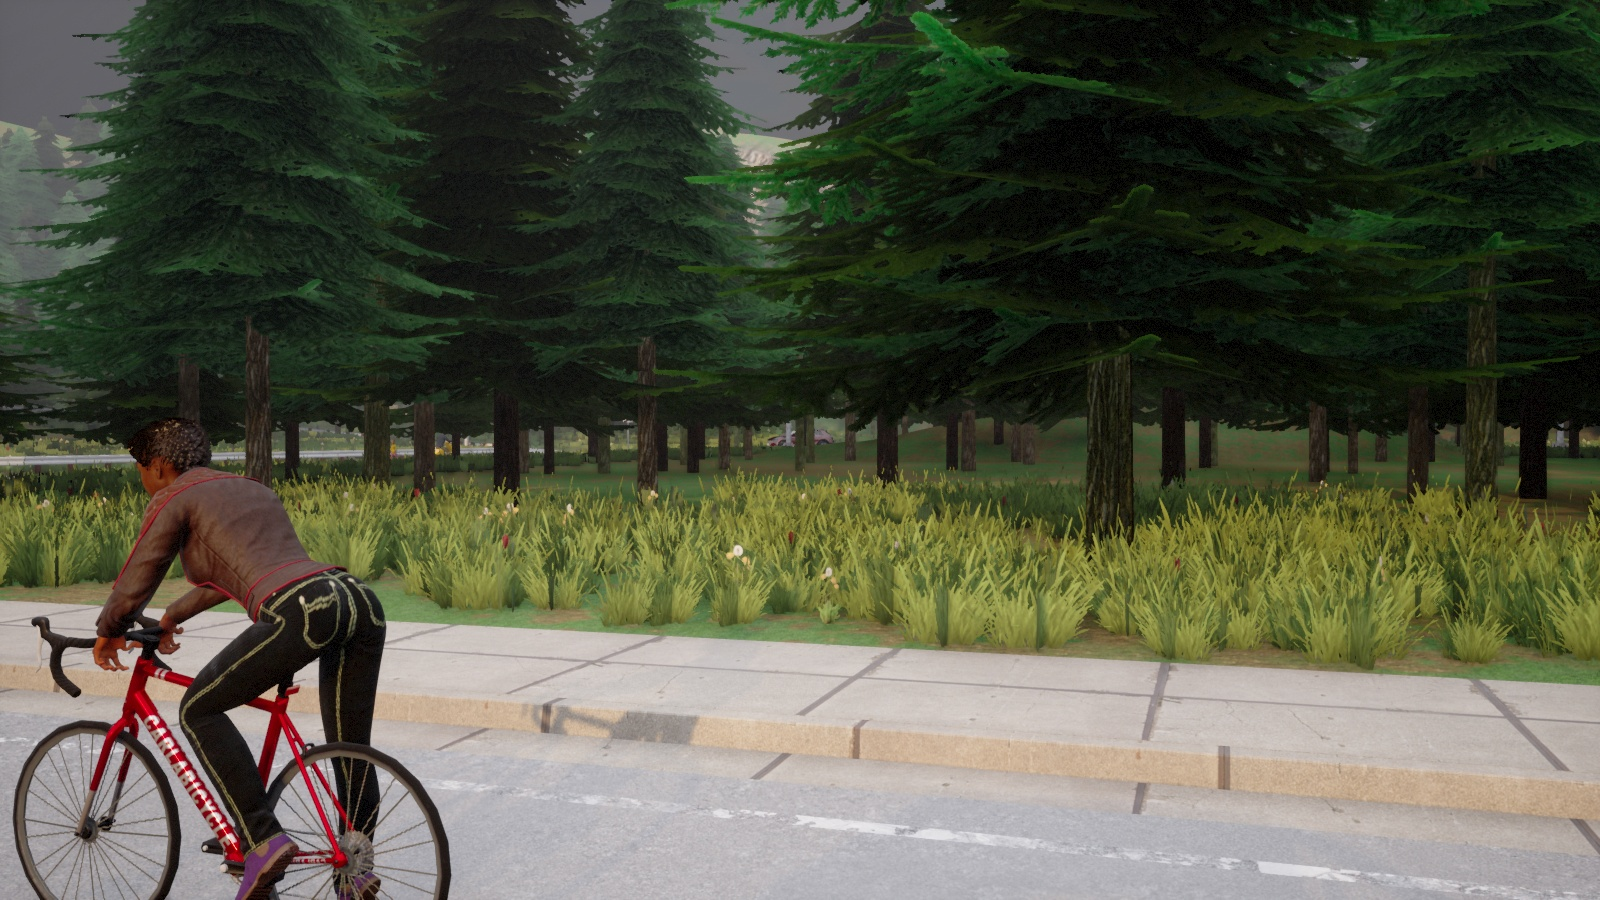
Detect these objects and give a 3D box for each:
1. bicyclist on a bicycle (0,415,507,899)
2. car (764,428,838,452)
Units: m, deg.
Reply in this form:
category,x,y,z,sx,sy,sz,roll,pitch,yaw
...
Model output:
category,x,y,z,sx,sy,sz,roll,pitch,yaw
bicyclist on a bicycle,-1.766,0.712,3.788,1.656,1.620,0.582,0,1,19
car,0.050,-0.695,88.990,4.856,1.649,2.033,0,1,-19
